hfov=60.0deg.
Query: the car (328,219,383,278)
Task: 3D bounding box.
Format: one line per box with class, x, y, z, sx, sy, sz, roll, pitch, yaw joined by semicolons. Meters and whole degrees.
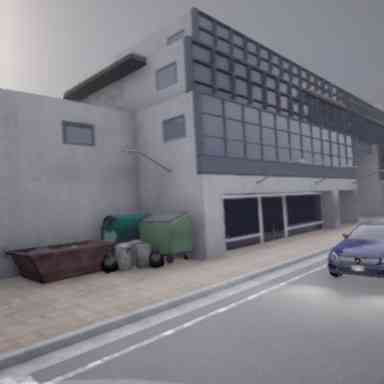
car;5.666;1.567;9.819;1.812;1.442;4.674;-5;-3;44
